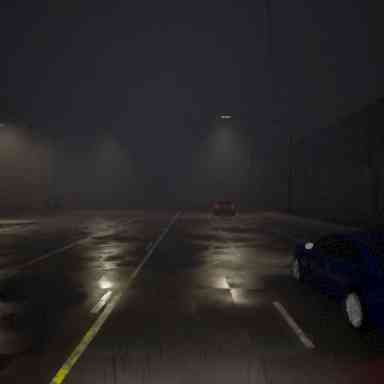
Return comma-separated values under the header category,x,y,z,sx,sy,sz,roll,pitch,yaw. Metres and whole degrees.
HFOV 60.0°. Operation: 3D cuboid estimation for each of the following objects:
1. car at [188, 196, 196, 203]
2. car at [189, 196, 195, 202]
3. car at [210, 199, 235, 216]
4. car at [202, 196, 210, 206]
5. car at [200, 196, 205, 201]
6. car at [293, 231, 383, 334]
category,x,y,z,sx,sy,sz,roll,pitch,yaw
car,-0.039,2.033,82.388,2.033,1.411,5.357,0,1,0
car,-0.044,1.891,92.555,1.812,1.442,4.674,0,1,0
car,3.582,1.715,37.951,2.097,1.767,4.553,0,0,0
car,3.568,2.105,66.994,1.812,1.442,4.674,0,0,0
car,3.456,1.860,93.113,1.837,1.490,4.892,0,1,0
car,3.598,1.544,6.899,1.882,1.535,5.008,0,-1,0
